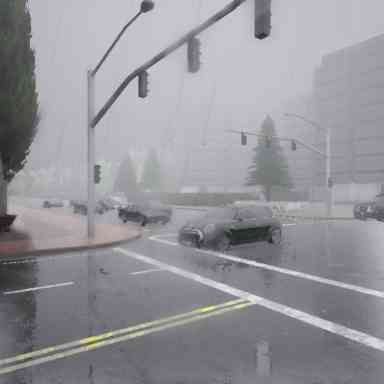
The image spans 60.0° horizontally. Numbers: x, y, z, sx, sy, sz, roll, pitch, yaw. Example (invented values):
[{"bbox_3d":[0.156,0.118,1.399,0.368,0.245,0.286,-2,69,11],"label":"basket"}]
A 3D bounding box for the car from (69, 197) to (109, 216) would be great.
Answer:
[{"bbox_3d":[-10.337,1.506,33.170,1.837,1.490,4.892,0,0,-36],"label":"car"}]

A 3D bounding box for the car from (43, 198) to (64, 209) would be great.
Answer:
[{"bbox_3d":[-18.864,1.526,45.102,1.812,1.442,4.674,0,0,-36],"label":"car"}]

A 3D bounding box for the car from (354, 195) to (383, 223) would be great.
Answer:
[{"bbox_3d":[14.984,1.222,25.265,5.566,2.045,2.150,0,0,-22],"label":"car"}]

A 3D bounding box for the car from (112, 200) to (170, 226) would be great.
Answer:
[{"bbox_3d":[-3.532,1.547,23.633,2.033,1.411,5.357,0,0,-34],"label":"car"}]

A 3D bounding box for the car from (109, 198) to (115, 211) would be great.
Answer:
[{"bbox_3d":[-9.676,1.491,38.262,2.128,1.511,4.902,0,0,-36],"label":"car"}]

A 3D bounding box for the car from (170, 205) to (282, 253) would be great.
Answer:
[{"bbox_3d":[1.661,1.352,13.895,4.553,1.767,2.097,0,0,-37],"label":"car"}]

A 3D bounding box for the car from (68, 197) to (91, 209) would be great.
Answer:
[{"bbox_3d":[-16.055,1.505,47.191,1.837,1.490,4.892,0,0,-35],"label":"car"}]
